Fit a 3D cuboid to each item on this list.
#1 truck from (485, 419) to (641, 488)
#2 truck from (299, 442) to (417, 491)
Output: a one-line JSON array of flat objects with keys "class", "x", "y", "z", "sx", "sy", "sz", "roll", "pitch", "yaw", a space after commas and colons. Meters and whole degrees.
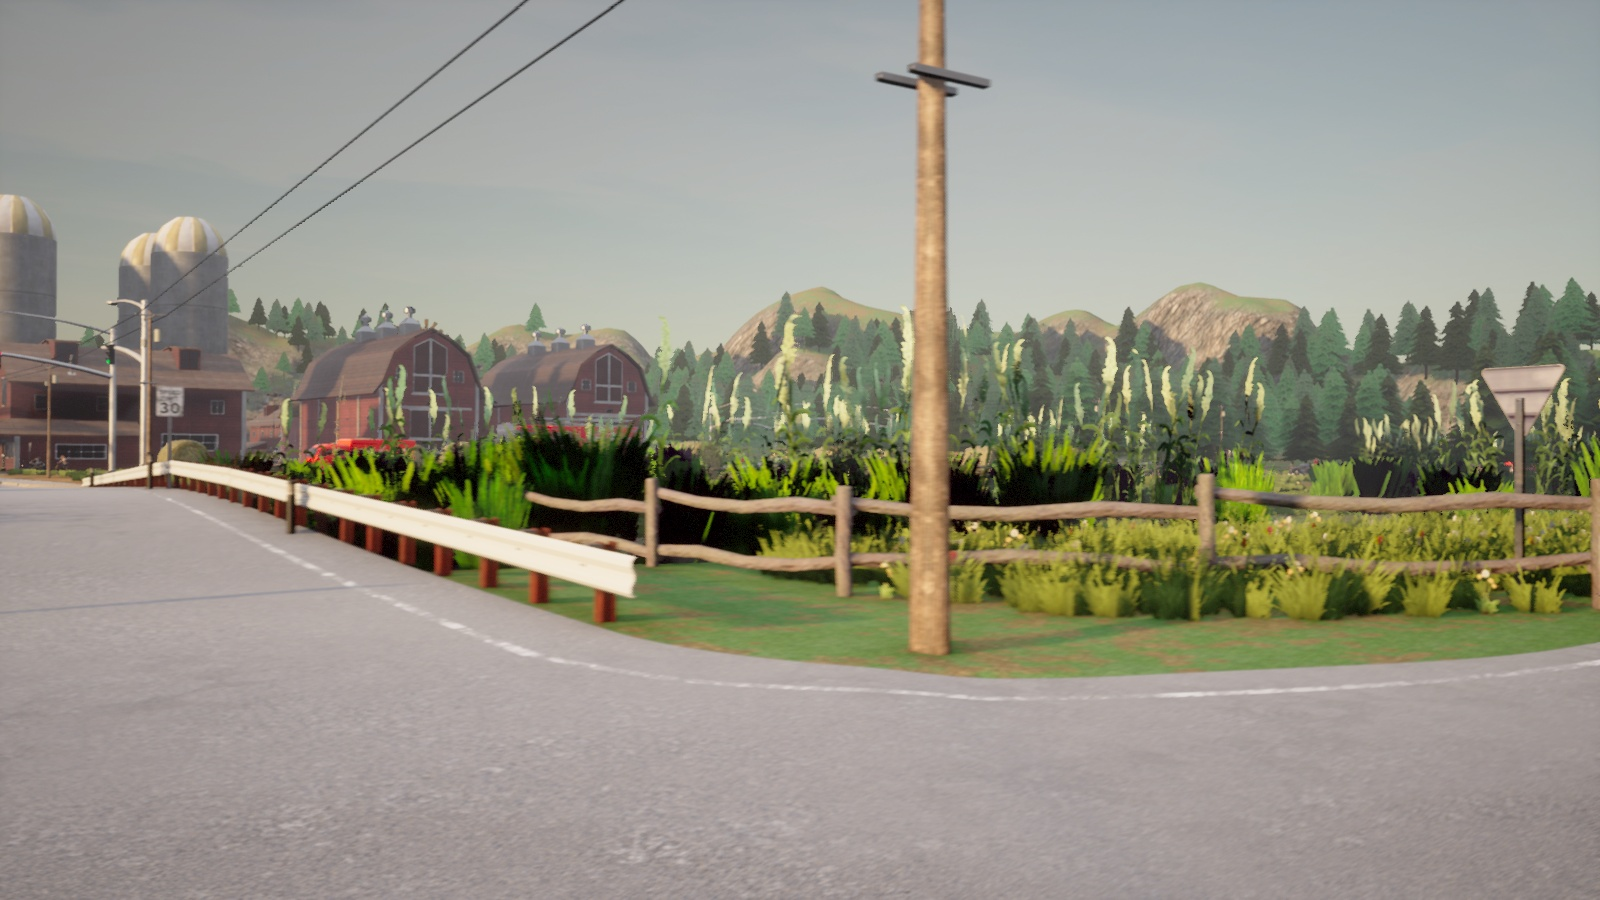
[{"class": "truck", "x": -13.648, "y": 0.232, "z": 72.817, "sx": 8.468, "sy": 3.827, "sz": 2.891, "roll": 0, "pitch": -1, "yaw": -38}, {"class": "truck", "x": -23.000, "y": 0.855, "z": 65.420, "sx": 5.204, "sy": 2.467, "sz": 2.627, "roll": 0, "pitch": -1, "yaw": -38}]
